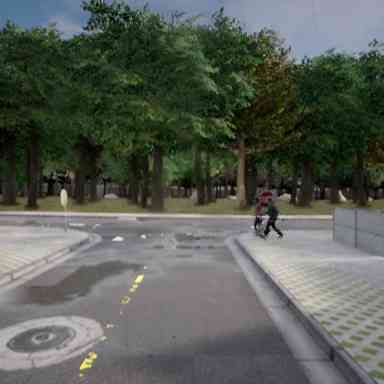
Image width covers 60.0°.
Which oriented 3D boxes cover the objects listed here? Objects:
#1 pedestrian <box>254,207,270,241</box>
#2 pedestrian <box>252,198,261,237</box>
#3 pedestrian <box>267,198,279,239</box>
[{"bbox_3d":[2.906,1.383,13.806,0.375,1.300,0.375,-1,2,0],"label":"pedestrian"},{"bbox_3d":[2.966,1.107,14.998,0.375,1.860,0.375,-1,2,0],"label":"pedestrian"},{"bbox_3d":[3.414,1.102,14.396,0.375,1.860,0.375,-1,2,0],"label":"pedestrian"}]
